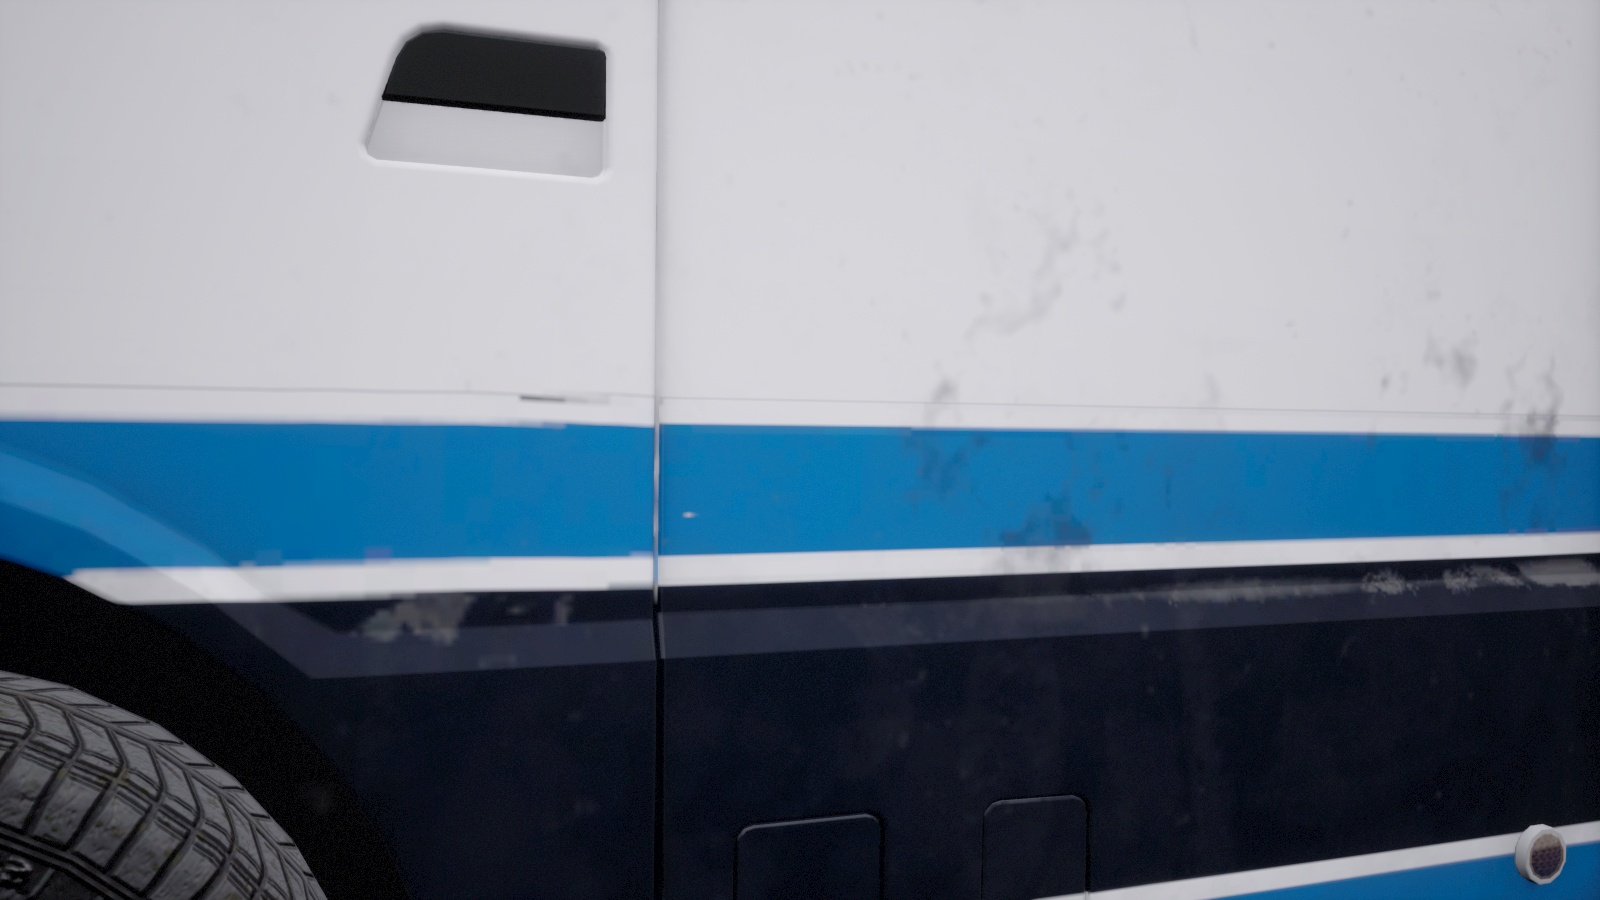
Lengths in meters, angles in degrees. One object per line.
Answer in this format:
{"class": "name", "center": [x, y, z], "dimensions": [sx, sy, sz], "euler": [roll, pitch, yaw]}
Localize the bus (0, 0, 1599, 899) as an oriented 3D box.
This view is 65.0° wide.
{"class": "bus", "center": [1.219, -0.652, 3.684], "dimensions": [10.273, 4.253, 3.944], "euler": [-1, 1, -21]}
